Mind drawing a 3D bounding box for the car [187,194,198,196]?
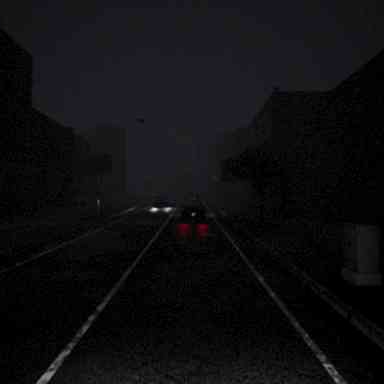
[{"bbox_3d":[0.070,0.951,42.370,2.128,1.511,4.902,0,1,0],"label":"car"}]

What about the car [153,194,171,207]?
[{"bbox_3d":[-3.630,0.985,40.228,1.882,1.535,5.008,0,1,0],"label":"car"}]

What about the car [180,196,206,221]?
[{"bbox_3d":[0.081,1.312,25.158,1.812,1.442,4.674,0,1,0],"label":"car"}]
